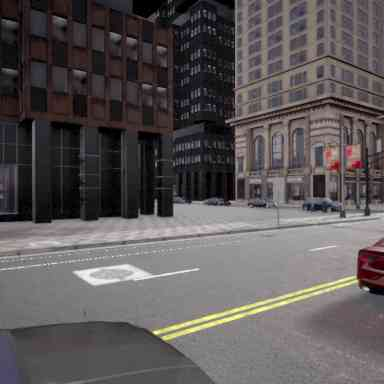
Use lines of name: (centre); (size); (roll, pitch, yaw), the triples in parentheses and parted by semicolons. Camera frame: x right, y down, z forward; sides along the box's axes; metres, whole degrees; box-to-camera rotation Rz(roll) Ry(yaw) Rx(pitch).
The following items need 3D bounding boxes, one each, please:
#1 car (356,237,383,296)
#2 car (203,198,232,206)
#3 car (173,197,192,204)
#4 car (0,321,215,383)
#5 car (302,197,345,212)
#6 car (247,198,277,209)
car: (5.708, 1.477, 7.516); (5.008, 1.535, 1.882); (0, 0, -36)
car: (3.995, 1.594, 53.451); (2.033, 1.411, 5.357); (0, 0, -35)
car: (-2.118, 1.608, 62.157); (2.033, 1.411, 5.357); (0, 0, -35)
car: (-2.306, 1.547, 1.799); (5.357, 1.411, 2.033); (0, 0, -35)
car: (14.966, 1.376, 37.922); (2.097, 1.767, 4.553); (0, 0, -35)
car: (9.688, 1.526, 45.386); (2.128, 1.511, 4.902); (0, 0, -35)
